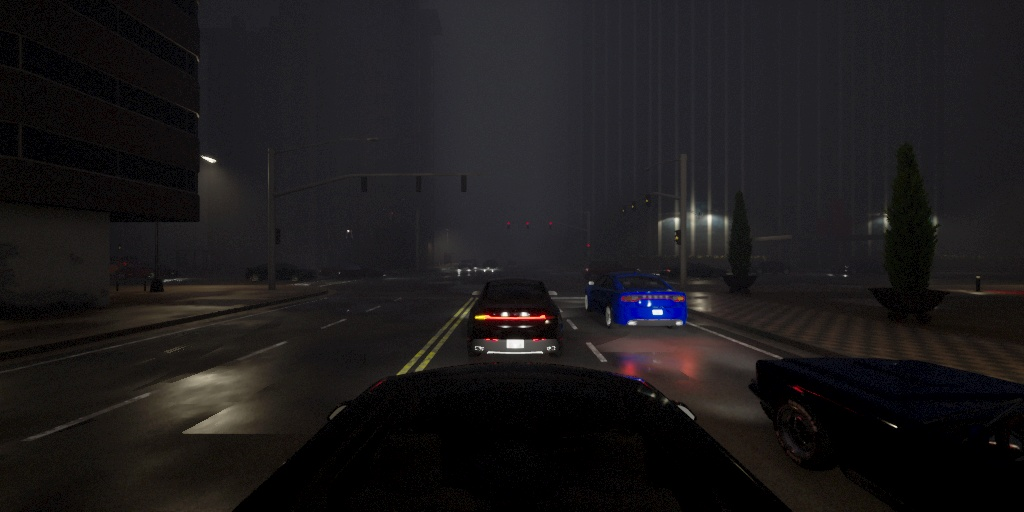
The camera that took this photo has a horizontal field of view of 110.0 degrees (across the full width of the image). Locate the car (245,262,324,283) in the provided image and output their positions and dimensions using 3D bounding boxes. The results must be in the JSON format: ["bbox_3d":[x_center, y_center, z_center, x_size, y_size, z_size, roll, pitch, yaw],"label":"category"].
[{"bbox_3d":[-17.587,1.228,27.473,5.008,1.535,1.882,0,0,2],"label":"car"}]

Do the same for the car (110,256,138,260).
[{"bbox_3d":[-42.679,0.971,37.953,5.566,2.045,2.150,0,0,1],"label":"car"}]

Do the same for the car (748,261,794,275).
[{"bbox_3d":[27.559,1.255,38.686,4.892,1.490,1.837,0,0,-1],"label":"car"}]

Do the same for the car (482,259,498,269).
[{"bbox_3d":[-3.589,1.314,57.154,1.994,1.385,4.181,0,0,0],"label":"car"}]

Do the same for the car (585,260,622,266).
[{"bbox_3d":[7.694,1.102,27.785,4.553,1.767,2.097,0,0,-1],"label":"car"}]

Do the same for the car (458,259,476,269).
[{"bbox_3d":[-7.089,1.276,55.284,1.812,1.442,4.674,0,0,0],"label":"car"}]

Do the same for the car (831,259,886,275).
[{"bbox_3d":[37.392,1.102,38.774,4.553,1.767,2.097,0,0,0],"label":"car"}]

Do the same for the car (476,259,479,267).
[{"bbox_3d":[-7.060,1.255,64.541,1.837,1.490,4.892,0,0,0],"label":"car"}]

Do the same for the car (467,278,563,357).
[{"bbox_3d":[0.062,1.255,8.549,1.837,1.490,4.892,0,0,0],"label":"car"}]

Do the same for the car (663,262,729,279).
[{"bbox_3d":[15.861,1.297,31.368,5.357,1.411,2.033,0,0,-1],"label":"car"}]

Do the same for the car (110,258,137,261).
[{"bbox_3d":[-39.823,1.228,34.505,5.008,1.535,1.882,0,0,-1],"label":"car"}]

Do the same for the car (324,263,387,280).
[{"bbox_3d":[-13.871,1.297,31.326,5.357,1.411,2.033,0,0,-5],"label":"car"}]

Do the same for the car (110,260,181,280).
[{"bbox_3d":[-31.248,1.314,30.904,4.181,1.385,1.994,0,0,0],"label":"car"}]

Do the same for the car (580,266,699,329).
[{"bbox_3d":[3.575,1.228,11.237,1.882,1.535,5.008,0,0,0],"label":"car"}]

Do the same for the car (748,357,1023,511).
[{"bbox_3d":[3.601,1.351,1.892,1.895,1.301,4.718,0,0,0],"label":"car"}]

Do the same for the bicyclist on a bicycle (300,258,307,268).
[{"bbox_3d":[-26.419,1.051,45.426,0.582,1.620,1.656,0,0,-1],"label":"bicyclist on a bicycle"}]
